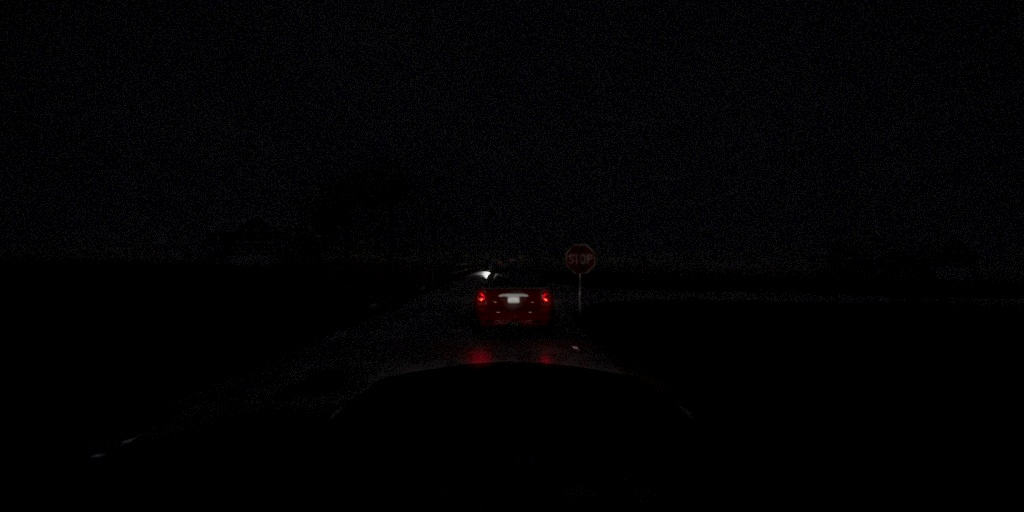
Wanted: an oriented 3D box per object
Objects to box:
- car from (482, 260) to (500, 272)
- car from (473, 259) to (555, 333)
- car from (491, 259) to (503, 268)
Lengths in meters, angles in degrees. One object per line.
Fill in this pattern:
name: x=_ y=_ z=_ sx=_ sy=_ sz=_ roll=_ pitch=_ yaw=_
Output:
car: x=-2.814 y=1.307 z=49.054 sx=2.128 sy=1.511 sz=4.902 roll=0 pitch=0 yaw=0
car: x=0.062 y=1.100 z=10.910 sx=2.097 sy=1.767 sz=4.553 roll=0 pitch=0 yaw=0
car: x=-2.756 y=1.358 z=65.305 sx=1.882 sy=1.535 sz=5.008 roll=0 pitch=0 yaw=1
